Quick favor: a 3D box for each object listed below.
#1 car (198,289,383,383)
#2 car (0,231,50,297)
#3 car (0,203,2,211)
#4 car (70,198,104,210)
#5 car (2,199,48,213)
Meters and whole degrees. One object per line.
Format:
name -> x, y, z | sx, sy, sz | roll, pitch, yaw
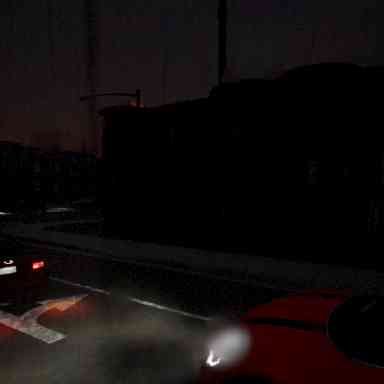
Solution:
car -> 2.247, 1.352, 2.394 | 4.553, 1.767, 2.097 | 0, 0, 36
car -> -5.505, 1.547, 7.891 | 5.357, 1.411, 2.033 | 0, 0, 37
car -> -20.876, 1.547, 39.782 | 2.033, 1.411, 5.357 | 0, 0, 36
car -> -13.294, 1.601, 44.354 | 1.895, 1.301, 4.718 | 0, 0, 36
car -> -18.362, 1.564, 37.273 | 1.994, 1.385, 4.181 | 0, 0, 36
